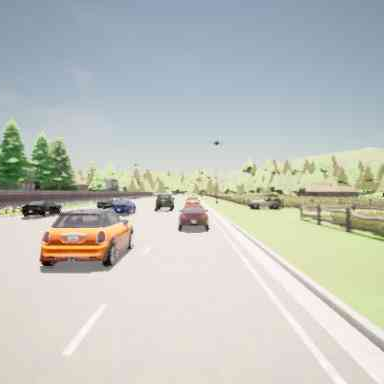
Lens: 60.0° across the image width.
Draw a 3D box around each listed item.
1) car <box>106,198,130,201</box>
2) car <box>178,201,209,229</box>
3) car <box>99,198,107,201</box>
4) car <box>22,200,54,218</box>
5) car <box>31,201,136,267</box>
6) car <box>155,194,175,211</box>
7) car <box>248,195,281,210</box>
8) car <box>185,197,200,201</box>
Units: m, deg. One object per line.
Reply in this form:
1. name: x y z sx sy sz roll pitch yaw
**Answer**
1. car: -6.898 1.521 33.758 1.882 1.535 5.008 0 0 0
2. car: 0.104 1.554 21.527 1.812 1.442 4.674 0 0 0
3. car: -10.398 1.558 41.112 1.837 1.490 4.892 0 0 0
4. car: -13.899 1.518 31.084 1.882 1.535 5.008 0 0 0
5. car: -3.399 1.367 11.639 2.097 1.767 4.553 0 0 0
6. car: -3.398 1.277 42.563 2.150 2.045 5.566 0 0 0
7. car: 8.924 1.266 40.738 3.866 1.878 1.905 0 0 0
8. car: 0.102 1.410 45.434 2.097 1.767 4.553 0 0 0
